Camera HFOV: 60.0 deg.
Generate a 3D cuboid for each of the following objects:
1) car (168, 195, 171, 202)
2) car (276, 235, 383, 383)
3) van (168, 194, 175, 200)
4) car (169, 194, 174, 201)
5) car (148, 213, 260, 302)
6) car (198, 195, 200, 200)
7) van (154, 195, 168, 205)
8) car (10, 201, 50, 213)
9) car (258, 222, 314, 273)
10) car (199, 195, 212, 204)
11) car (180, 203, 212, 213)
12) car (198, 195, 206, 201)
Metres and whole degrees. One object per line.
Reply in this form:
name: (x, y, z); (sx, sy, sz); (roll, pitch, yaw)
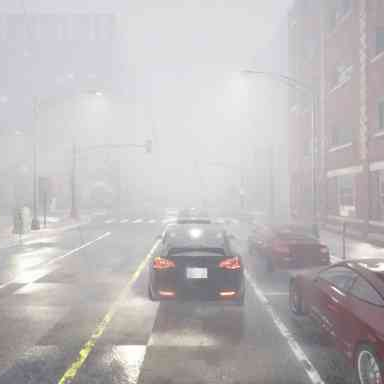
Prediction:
car: (-5.736, 1.602, 65.228); (1.802, 1.307, 4.206); (1, 0, 0)
car: (2.663, 1.583, 4.635); (1.802, 1.307, 4.206); (1, 0, 0)
van: (-5.756, 1.376, 93.490); (1.690, 1.788, 3.998); (1, 0, 0)
car: (-5.746, 1.607, 76.533); (1.802, 1.307, 4.206); (1, 0, 0)
car: (0.093, 1.506, 8.336); (2.163, 1.488, 4.792); (0, 0, 0)
car: (2.630, 1.573, 82.155); (1.887, 1.381, 4.507); (1, 0, 0)
van: (-5.727, 1.359, 59.576); (1.690, 1.788, 3.998); (1, 0, 0)
car: (-18.744, 1.730, 38.655); (4.313, 1.339, 1.947); (0, -1, 0)
car: (2.828, 1.585, 10.291); (1.802, 1.307, 4.206); (1, 0, 0)
car: (2.650, 1.544, 59.715); (1.752, 1.417, 4.829); (1, 0, 0)
car: (0.086, 1.552, 17.608); (2.033, 1.411, 5.357); (0, 0, -1)
car: (2.625, 1.597, 87.806); (1.947, 1.339, 4.313); (1, 0, 0)
